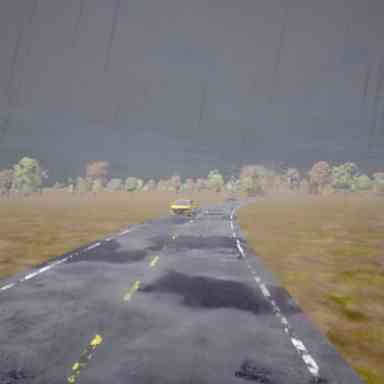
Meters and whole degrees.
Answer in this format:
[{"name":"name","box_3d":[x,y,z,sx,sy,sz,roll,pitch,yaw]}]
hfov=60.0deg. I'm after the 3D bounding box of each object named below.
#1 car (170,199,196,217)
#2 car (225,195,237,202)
[{"name":"car","box_3d":[-0.815,1.449,31.513,1.882,1.535,5.008,0,0,8]},{"name":"car","box_3d":[8.463,1.388,71.510,1.994,1.385,4.181,0,0,19]}]
